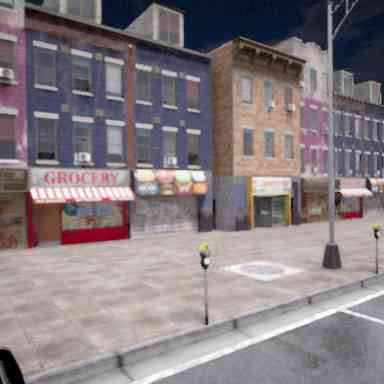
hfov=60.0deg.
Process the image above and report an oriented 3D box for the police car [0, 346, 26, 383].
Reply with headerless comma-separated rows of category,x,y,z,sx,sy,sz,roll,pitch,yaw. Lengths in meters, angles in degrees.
police car,-3.256,1.434,0.941,5.238,1.638,1.930,0,0,-36
